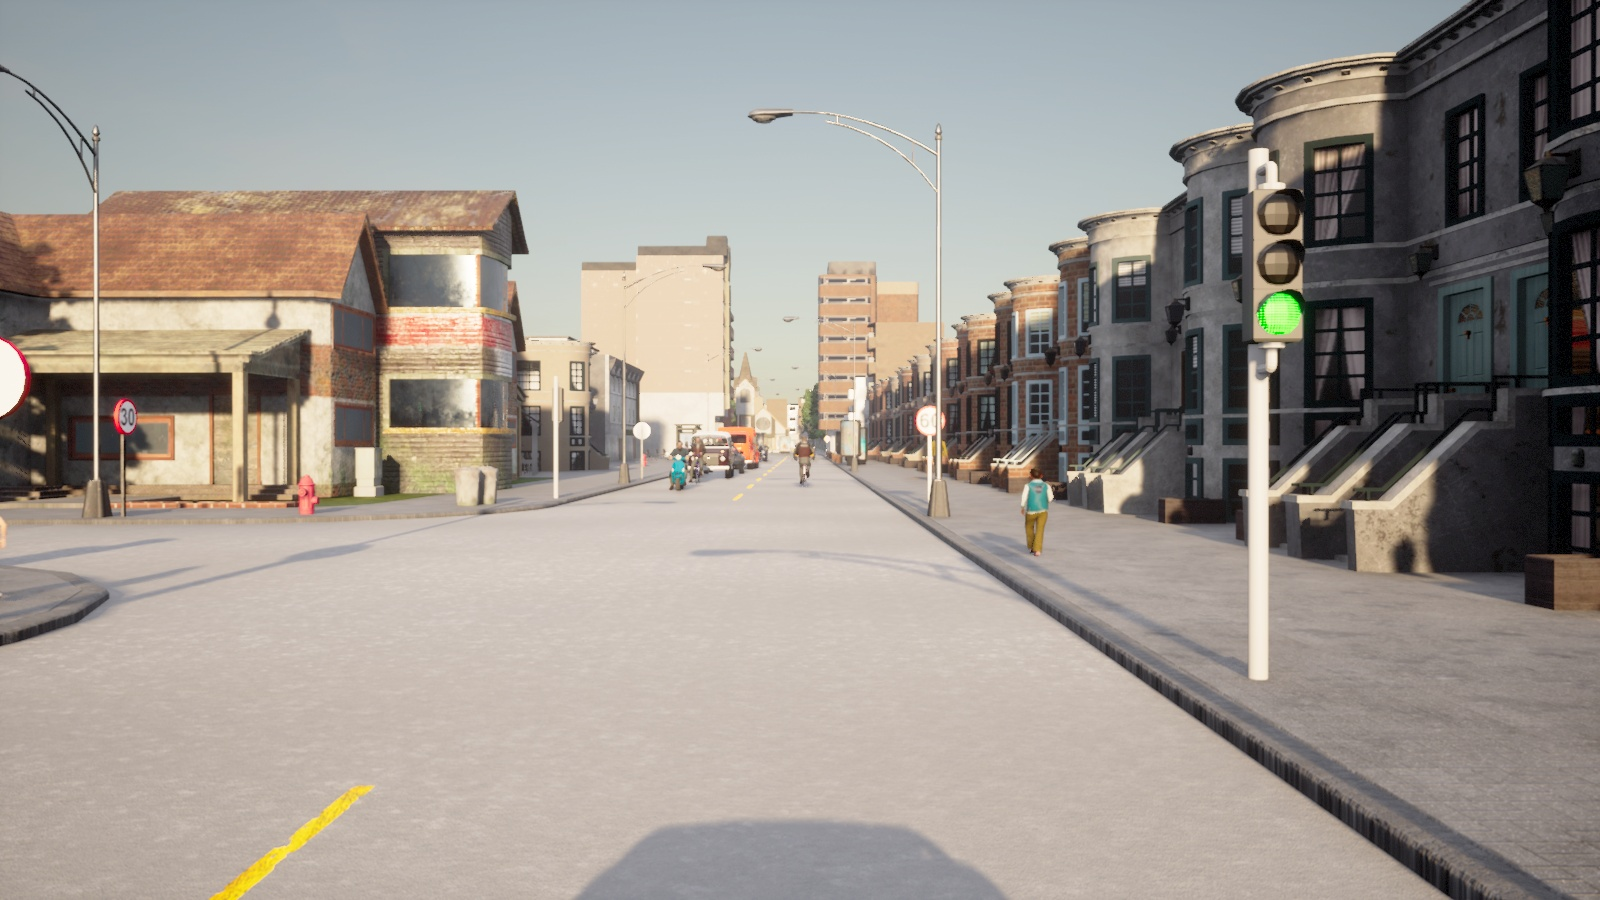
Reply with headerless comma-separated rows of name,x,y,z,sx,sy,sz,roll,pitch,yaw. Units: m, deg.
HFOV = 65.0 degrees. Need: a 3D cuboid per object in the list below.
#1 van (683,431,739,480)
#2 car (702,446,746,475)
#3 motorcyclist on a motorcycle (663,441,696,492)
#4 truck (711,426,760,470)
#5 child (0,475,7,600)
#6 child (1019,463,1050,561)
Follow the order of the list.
van,-3.808,0.211,54.356,2.069,2.038,4.480,0,0,0
car,-3.783,0.509,63.343,1.994,1.385,4.181,0,0,-1
motorcyclist on a motorcycle,-3.857,0.507,40.311,0.866,1.590,1.817,0,0,0
truck,-3.737,-0.083,73.636,2.627,2.467,5.204,0,0,0
child,-7.302,0.776,11.142,0.394,1.110,0.255,0,0,15
child,2.924,0.765,15.664,0.343,1.192,0.448,0,0,5
